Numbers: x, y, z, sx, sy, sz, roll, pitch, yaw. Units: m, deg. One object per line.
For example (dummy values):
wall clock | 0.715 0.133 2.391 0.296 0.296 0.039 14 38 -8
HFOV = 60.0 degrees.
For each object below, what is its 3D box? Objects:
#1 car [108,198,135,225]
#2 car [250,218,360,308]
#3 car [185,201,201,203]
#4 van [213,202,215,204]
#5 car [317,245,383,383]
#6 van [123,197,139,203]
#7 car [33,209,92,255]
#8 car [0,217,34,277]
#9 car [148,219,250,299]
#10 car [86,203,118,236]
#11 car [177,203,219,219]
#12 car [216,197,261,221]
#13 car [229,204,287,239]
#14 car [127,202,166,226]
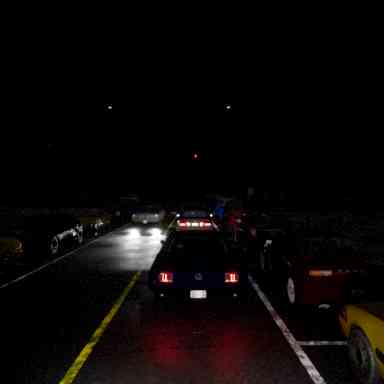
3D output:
car | -5.704 1.452 24.119 1.967 1.590 4.097 0 0 0
car | 2.780 1.548 7.784 1.887 1.381 4.507 0 0 0
car | 0.068 1.491 27.794 1.882 1.535 5.008 0 0 0
van | 2.835 1.356 29.535 1.690 1.788 3.998 0 0 0
car | 2.766 1.526 2.517 1.752 1.417 4.829 0 0 0
van | -5.690 1.356 29.557 1.690 1.788 3.998 0 0 0
car | -5.731 1.571 13.244 1.947 1.339 4.313 0 0 0
car | -5.746 1.528 7.636 1.752 1.417 4.829 0 0 0
car | 0.122 1.604 8.376 1.895 1.301 4.718 0 0 0
car | -5.718 1.534 18.512 1.752 1.417 4.829 0 0 0
car | 0.142 1.555 17.966 2.033 1.411 5.357 0 0 0
car | 2.807 1.323 18.660 2.192 1.841 5.009 0 0 0
car | 2.794 1.445 13.222 1.967 1.590 4.097 0 0 0
car | -2.978 1.612 23.472 1.895 1.301 4.718 0 0 1
